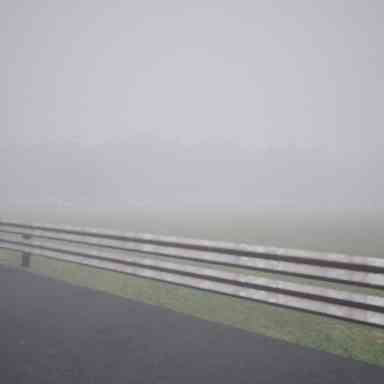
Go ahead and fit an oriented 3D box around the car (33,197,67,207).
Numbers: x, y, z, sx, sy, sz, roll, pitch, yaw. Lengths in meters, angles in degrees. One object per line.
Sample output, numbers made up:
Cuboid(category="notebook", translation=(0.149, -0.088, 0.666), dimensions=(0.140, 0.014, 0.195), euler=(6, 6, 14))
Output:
Cuboid(category="car", translation=(-22.566, 1.504, 52.791), dimensions=(5.366, 1.575, 1.801), euler=(0, 0, 8))
